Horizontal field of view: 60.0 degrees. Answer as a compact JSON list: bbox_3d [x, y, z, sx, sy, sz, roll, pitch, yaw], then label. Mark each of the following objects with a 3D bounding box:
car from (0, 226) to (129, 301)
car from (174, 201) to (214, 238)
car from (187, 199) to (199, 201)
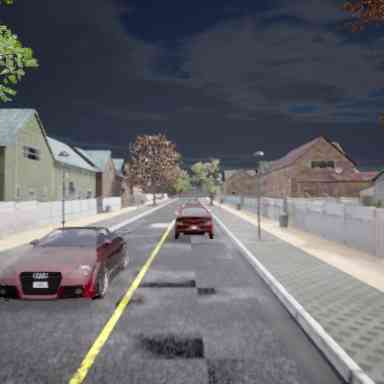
[{"bbox_3d":[-2.849,1.561,8.247,1.994,1.385,4.181,0,0,0],"label":"car"},{"bbox_3d":[0.099,1.471,17.634,1.882,1.535,5.008,0,0,0],"label":"car"},{"bbox_3d":[0.103,1.539,37.435,2.033,1.411,5.357,0,0,0],"label":"car"}]
